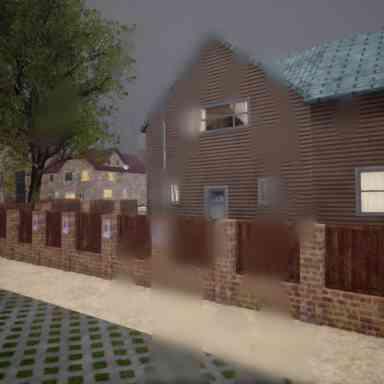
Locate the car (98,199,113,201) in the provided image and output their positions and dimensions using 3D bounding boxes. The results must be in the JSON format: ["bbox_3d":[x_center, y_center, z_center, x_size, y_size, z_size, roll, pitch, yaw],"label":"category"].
[{"bbox_3d":[-8.247,1.419,29.941,1.837,1.490,4.892,-1,0,29],"label":"car"}]

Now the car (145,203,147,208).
[{"bbox_3d":[-3.354,1.453,38.646,1.895,1.301,4.718,-1,0,29],"label":"car"}]
